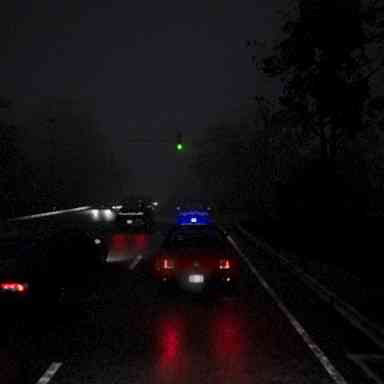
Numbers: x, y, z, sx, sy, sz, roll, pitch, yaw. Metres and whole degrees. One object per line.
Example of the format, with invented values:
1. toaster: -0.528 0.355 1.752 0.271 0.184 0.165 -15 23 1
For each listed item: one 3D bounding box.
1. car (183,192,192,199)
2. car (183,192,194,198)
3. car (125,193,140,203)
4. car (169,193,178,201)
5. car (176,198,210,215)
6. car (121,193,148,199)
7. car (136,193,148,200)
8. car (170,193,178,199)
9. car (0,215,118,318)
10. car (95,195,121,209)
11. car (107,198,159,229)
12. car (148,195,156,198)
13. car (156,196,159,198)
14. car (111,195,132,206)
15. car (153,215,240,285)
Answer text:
1. car: -1.064 0.828 83.291 2.097 1.767 4.553 0 0 -3
2. car: -0.573 1.096 73.177 1.882 1.535 5.008 0 0 -2
3. car: -10.779 1.037 60.696 2.097 1.767 4.553 0 0 -1
4. car: -4.057 1.150 72.667 2.033 1.411 5.357 0 0 -2
5. car: 0.095 1.373 20.586 1.882 1.535 5.008 0 0 0
6. car: -7.074 1.138 41.295 2.097 1.767 4.553 0 0 -1
7. car: -11.141 1.057 74.644 2.128 1.511 4.902 0 0 -2
8. car: -4.561 0.998 83.122 1.812 1.442 4.674 0 0 -3
9. car: -3.405 1.511 7.658 2.033 1.411 5.357 0 0 0
10. car: -10.627 1.386 41.530 1.895 1.301 4.718 0 0 0
11. car: -3.404 1.387 20.553 2.128 1.511 4.902 0 0 0
12. car: -7.179 1.284 50.767 2.033 1.411 5.357 0 0 0
13. car: -7.300 1.238 62.563 1.994 1.385 4.181 0 0 0
14. car: -10.681 1.227 50.852 2.128 1.511 4.902 0 0 -1
15. car: 0.098 1.556 9.340 1.895 1.301 4.718 0 0 0
